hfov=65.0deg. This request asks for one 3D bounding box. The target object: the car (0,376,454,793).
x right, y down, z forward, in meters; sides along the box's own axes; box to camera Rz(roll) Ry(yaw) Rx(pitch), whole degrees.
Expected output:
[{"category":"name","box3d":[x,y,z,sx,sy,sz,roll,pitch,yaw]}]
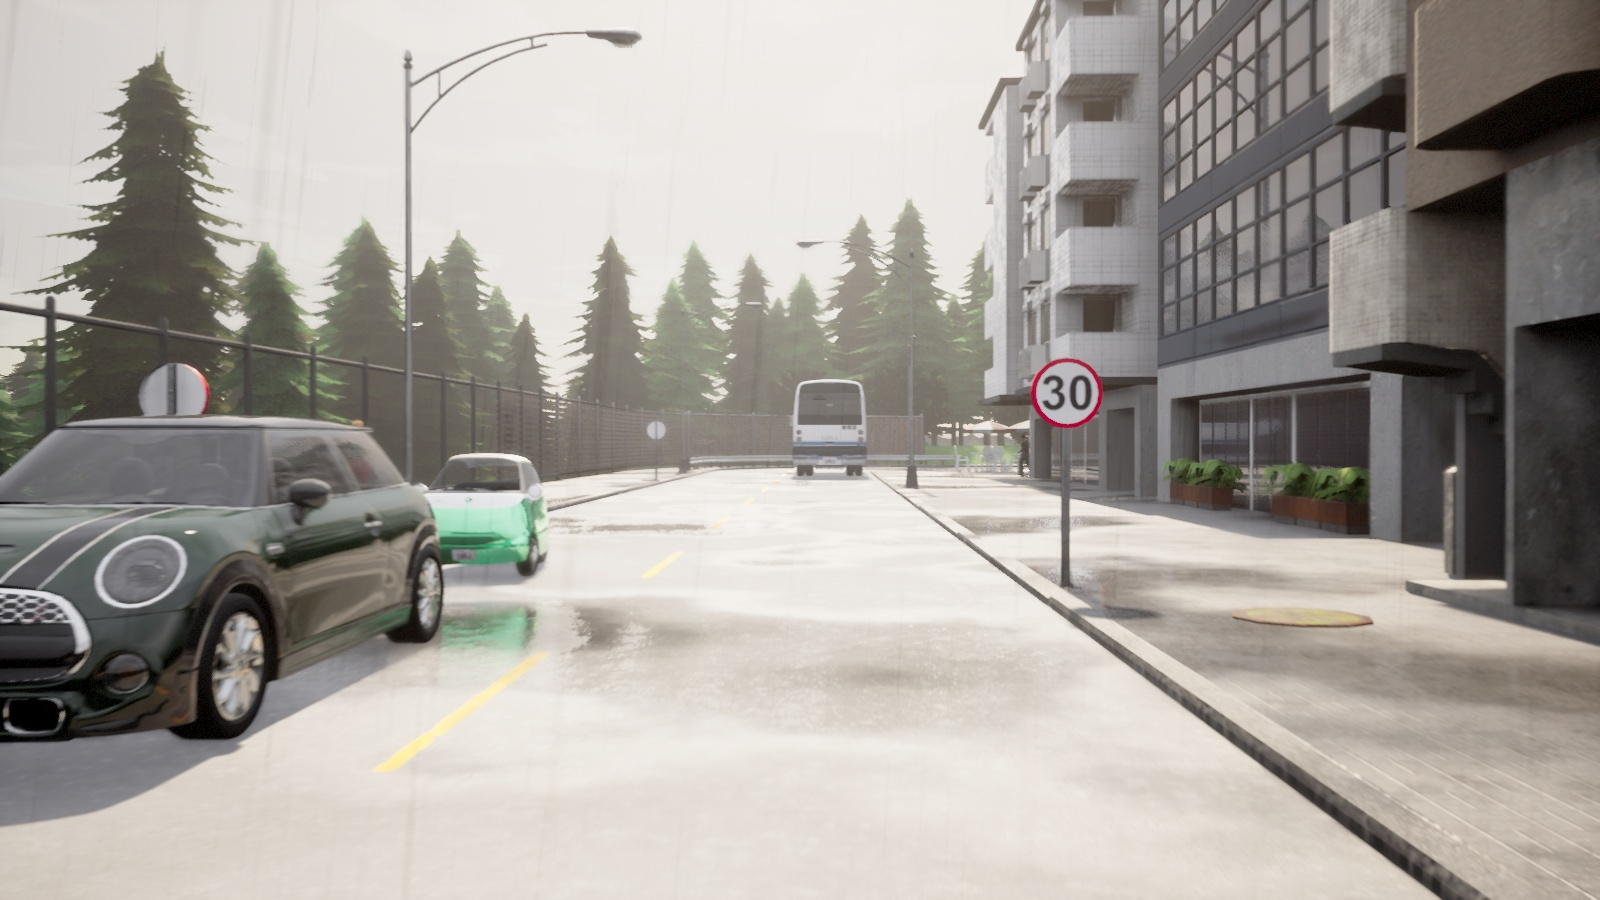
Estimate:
[{"category":"car","box3d":[-3.818,0.558,7.621,2.097,1.767,4.553,0,0,1]}]

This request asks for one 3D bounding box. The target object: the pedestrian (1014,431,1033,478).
[{"category":"pedestrian","box3d":[9.219,0.193,51.791,0.666,1.930,0.402,0,0,-3]}]

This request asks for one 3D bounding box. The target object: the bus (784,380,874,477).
[{"category":"bus","box3d":[1.381,-0.966,59.764,3.944,4.253,10.273,0,0,1]}]

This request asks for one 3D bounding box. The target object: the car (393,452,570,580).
[{"category":"car","box3d":[-3.655,0.715,14.712,1.481,1.376,2.207,0,0,1]}]
